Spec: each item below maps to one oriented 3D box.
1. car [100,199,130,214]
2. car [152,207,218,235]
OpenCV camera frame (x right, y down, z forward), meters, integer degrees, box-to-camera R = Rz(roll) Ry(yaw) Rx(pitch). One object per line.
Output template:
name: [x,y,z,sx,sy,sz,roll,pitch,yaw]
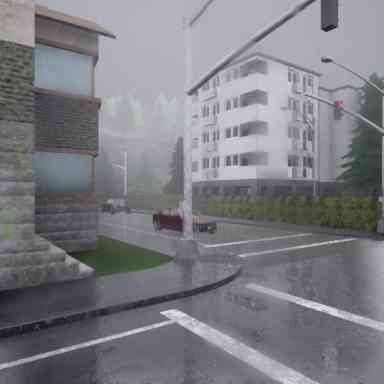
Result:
car: [-8.748,1.528,37.622,2.097,1.767,4.553,0,0,-35]
car: [-0.539,1.654,19.792,1.882,1.535,5.008,0,0,-36]
